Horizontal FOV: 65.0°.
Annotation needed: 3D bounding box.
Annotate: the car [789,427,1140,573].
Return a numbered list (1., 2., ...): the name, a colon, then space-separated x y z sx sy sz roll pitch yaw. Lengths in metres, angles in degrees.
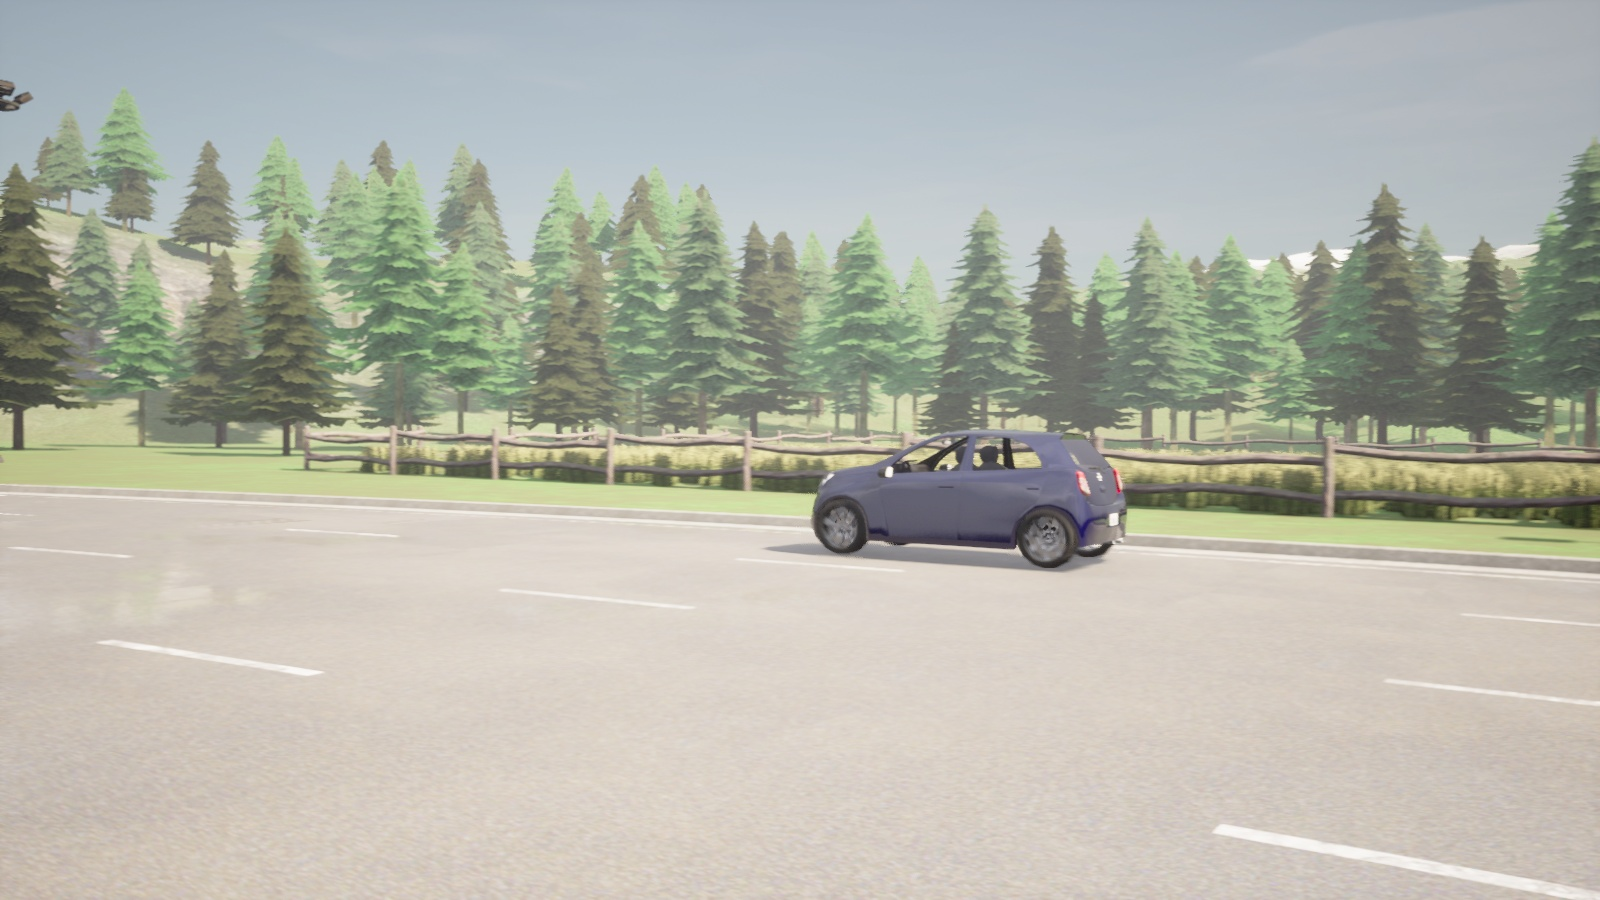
1. car: 1.913 0.495 14.708 3.633 1.501 1.845 0 1 31
